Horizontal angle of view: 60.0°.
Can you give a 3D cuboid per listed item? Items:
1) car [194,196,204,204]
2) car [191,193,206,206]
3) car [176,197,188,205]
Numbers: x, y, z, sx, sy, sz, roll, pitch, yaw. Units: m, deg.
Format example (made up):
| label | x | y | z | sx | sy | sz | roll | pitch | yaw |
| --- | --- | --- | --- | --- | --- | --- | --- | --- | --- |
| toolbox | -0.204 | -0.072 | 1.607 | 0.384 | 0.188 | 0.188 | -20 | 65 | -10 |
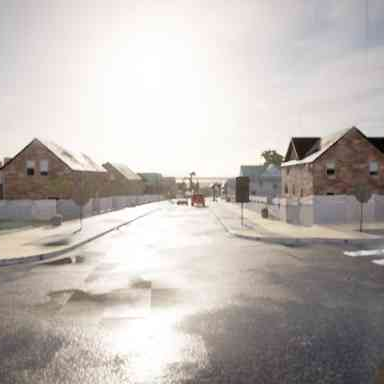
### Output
| label | x | y | z | sx | sy | sz | roll | pitch | yaw |
| --- | --- | --- | --- | --- | --- | --- | --- | --- | --- |
| car | 1.383 | 1.567 | 64.052 | 1.994 | 1.385 | 4.181 | 0 | 0 | 3 |
| car | 0.980 | 1.194 | 53.664 | 2.150 | 2.045 | 5.566 | 0 | 0 | 2 |
| car | -1.618 | 1.527 | 57.914 | 2.033 | 1.411 | 5.357 | 0 | 0 | 2 |
